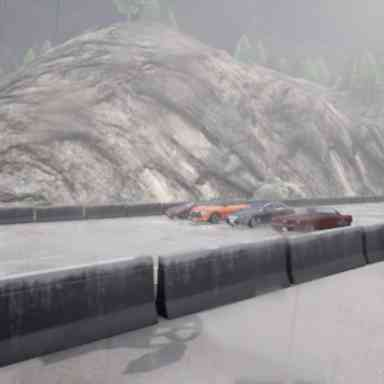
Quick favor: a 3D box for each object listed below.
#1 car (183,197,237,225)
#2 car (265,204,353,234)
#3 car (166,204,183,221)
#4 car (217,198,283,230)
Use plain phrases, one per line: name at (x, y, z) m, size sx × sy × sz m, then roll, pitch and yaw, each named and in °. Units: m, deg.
car at (2.028, 1.188, 22.760) m, size 4.553 × 1.767 × 2.097 m, roll -1°, pitch 0°, yaw -36°
car at (6.202, 1.439, 17.143) m, size 4.718 × 1.301 × 1.895 m, roll -1°, pitch 0°, yaw -36°
car at (0.193, 1.358, 25.754) m, size 4.674 × 1.442 × 1.812 m, roll -1°, pitch 0°, yaw -36°
car at (4.220, 1.327, 20.027) m, size 4.902 × 1.511 × 2.128 m, roll -1°, pitch 0°, yaw -36°
